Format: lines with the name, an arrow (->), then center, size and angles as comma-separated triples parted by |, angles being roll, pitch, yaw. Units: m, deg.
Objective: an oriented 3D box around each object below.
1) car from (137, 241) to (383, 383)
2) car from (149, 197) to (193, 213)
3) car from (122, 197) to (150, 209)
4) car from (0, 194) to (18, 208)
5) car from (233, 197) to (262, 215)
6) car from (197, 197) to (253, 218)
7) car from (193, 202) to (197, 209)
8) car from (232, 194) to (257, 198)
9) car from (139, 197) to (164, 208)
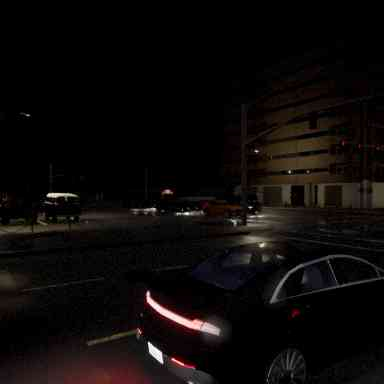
car -> 1.620, 1.492, 4.895 | 4.902, 1.511, 2.128 | 0, 0, -34
car -> -2.565, 1.603, 39.085 | 2.033, 1.411, 5.357 | 0, 0, -34
car -> -8.413, 1.533, 47.679 | 1.882, 1.535, 5.008 | 0, 0, -34
car -> -31.378, 1.209, 56.581 | 1.932, 1.855, 4.605 | 0, 0, -34
car -> 4.763, 1.603, 34.550 | 2.033, 1.411, 5.357 | 0, 0, -34
car -> 2.966, 1.533, 30.973 | 1.882, 1.535, 5.008 | 0, 0, -34
car -> -0.636, 1.656, 42.472 | 1.895, 1.301, 4.718 | 0, 0, -34
car -> 6.484, 1.277, 44.749 | 2.150, 2.045, 5.566 | 0, 0, -34
car -> -6.199, 1.560, 50.652 | 1.837, 1.490, 4.892 | 0, 0, -34
